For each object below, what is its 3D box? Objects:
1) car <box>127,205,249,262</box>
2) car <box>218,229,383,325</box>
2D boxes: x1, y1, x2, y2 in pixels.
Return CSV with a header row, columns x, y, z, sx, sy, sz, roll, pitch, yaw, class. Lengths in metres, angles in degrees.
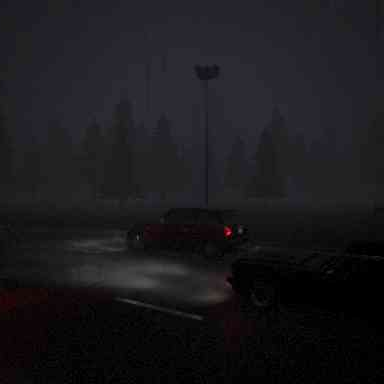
x,y,z,sx,sy,sz,roll,pitch,yaw,class
-0.194,1.299,12.113,4.553,1.767,2.097,0,0,32,car
3.051,1.580,6.030,4.718,1.301,1.895,0,0,34,car
